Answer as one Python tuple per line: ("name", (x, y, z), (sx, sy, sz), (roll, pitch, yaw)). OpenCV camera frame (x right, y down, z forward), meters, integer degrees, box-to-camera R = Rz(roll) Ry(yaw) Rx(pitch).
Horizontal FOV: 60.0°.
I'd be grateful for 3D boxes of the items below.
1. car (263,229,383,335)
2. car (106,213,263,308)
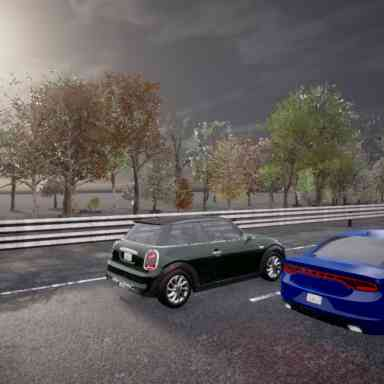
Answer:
("car", (3.878, 1.477, 6.509), (5.008, 1.535, 1.882), (0, 0, -35))
("car", (0.321, 1.352, 8.195), (4.553, 1.767, 2.097), (0, 0, -39))
